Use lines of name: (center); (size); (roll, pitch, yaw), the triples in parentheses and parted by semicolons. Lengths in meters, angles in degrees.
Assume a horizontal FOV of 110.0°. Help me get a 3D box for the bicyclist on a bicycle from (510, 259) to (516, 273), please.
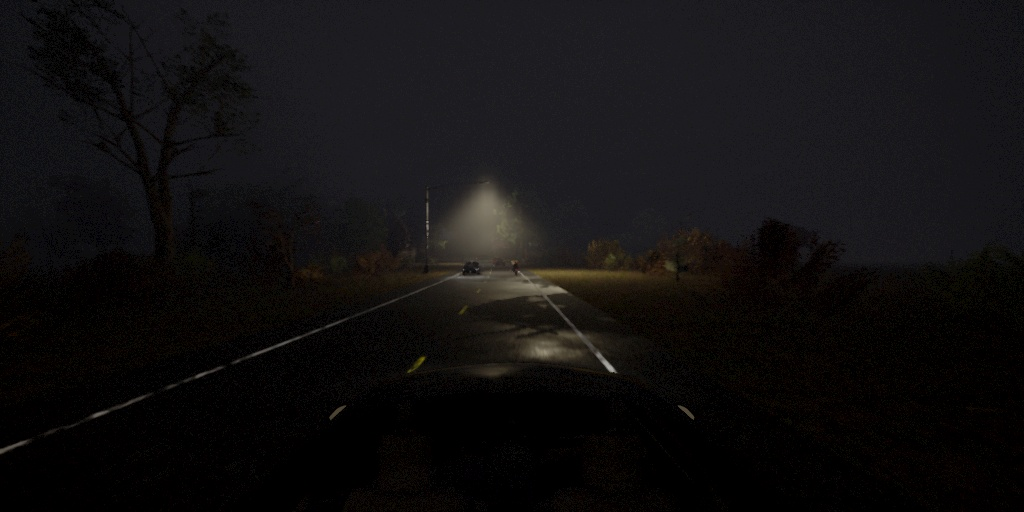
bicyclist on a bicycle: (0.123, 1.224, 43.381); (0.582, 1.620, 1.656); (0, 0, -2)

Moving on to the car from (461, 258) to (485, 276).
car: (-4.220, 1.285, 38.073); (1.837, 1.490, 4.892); (0, 0, -2)

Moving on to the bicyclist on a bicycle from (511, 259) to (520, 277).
bicyclist on a bicycle: (0.432, 1.204, 35.010); (0.866, 1.612, 1.509); (0, 0, -2)
